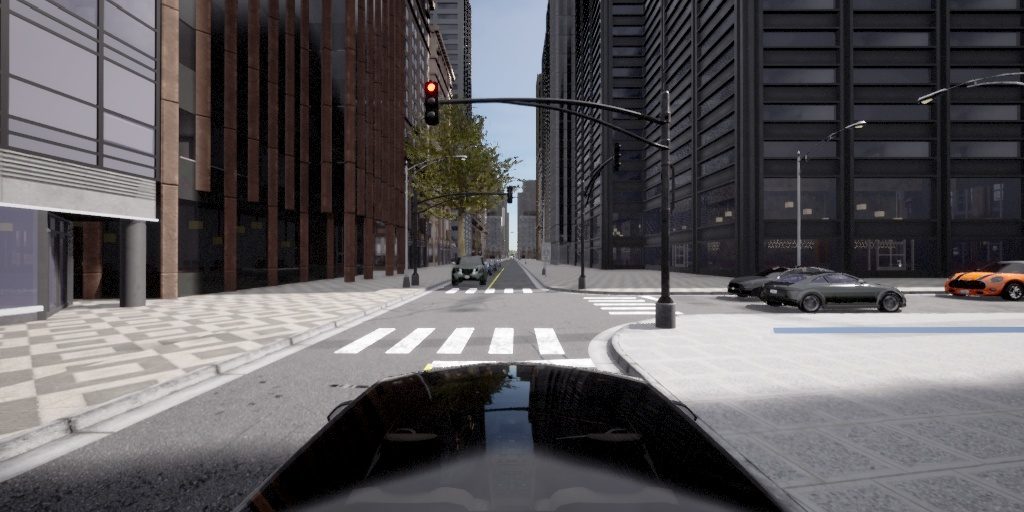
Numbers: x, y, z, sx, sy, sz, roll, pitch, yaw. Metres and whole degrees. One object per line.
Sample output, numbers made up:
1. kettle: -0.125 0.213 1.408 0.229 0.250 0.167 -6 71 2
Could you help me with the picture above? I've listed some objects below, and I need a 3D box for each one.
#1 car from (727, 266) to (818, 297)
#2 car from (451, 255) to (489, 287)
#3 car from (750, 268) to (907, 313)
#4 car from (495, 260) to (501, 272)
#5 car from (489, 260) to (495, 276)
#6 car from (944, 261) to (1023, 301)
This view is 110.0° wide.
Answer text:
1. car: 12.413 1.204 16.191 4.892 1.490 1.837 0 0 0
2. car: -2.914 0.973 25.108 2.150 2.045 5.566 0 0 -2
3. car: 11.556 1.255 13.090 4.181 1.385 1.994 0 0 0
4. car: -2.959 1.260 47.634 2.128 1.511 4.902 0 0 0
5. car: -2.999 1.279 36.919 1.812 1.442 4.674 0 0 0
6. car: 22.696 1.014 16.186 4.553 1.767 2.097 0 0 0
